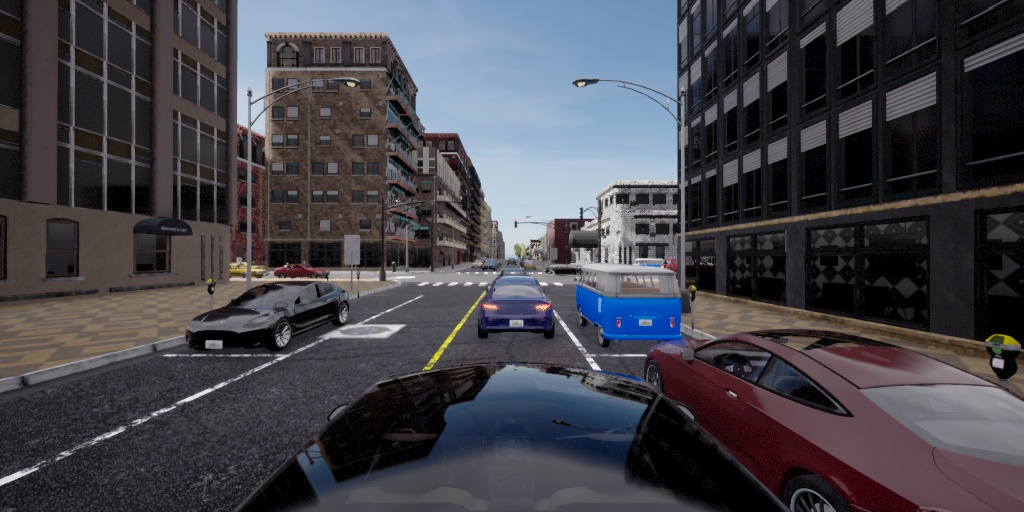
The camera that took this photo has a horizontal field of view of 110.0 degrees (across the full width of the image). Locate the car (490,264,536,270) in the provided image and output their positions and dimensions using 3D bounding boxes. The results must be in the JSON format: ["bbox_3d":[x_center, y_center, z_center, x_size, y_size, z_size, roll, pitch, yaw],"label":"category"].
[{"bbox_3d":[0.090,1.318,18.451,1.994,1.385,4.181,0,0,0],"label":"car"}]

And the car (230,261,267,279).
[{"bbox_3d":[-22.963,1.216,29.791,4.829,1.417,1.751,0,0,0],"label":"car"}]

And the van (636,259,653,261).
[{"bbox_3d":[14.893,1.175,38.266,3.998,1.789,1.690,0,0,0],"label":"van"}]

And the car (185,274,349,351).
[{"bbox_3d":[-5.691,1.317,9.025,1.948,1.339,4.313,0,0,0],"label":"car"}]

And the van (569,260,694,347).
[{"bbox_3d":[2.656,1.092,9.000,1.690,1.789,3.998,0,0,0],"label":"van"}]

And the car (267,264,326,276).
[{"bbox_3d":[-17.470,1.284,29.805,4.207,1.307,1.802,0,0,0],"label":"car"}]

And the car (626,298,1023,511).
[{"bbox_3d":[2.657,1.332,3.311,1.802,1.307,4.207,0,0,0],"label":"car"}]

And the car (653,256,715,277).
[{"bbox_3d":[14.916,1.108,29.886,5.009,1.841,2.192,0,0,0],"label":"car"}]

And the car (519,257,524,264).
[{"bbox_3d":[2.683,1.382,64.865,1.802,1.307,4.207,0,0,0],"label":"car"}]

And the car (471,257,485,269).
[{"bbox_3d":[-5.697,1.318,59.153,1.751,1.417,4.829,0,0,0],"label":"car"}]

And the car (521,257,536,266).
[{"bbox_3d":[2.684,1.311,53.956,1.751,1.417,4.829,0,0,0],"label":"car"}]

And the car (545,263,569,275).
[{"bbox_3d":[5.720,1.398,36.703,4.718,1.301,1.895,0,0,15],"label":"car"}]

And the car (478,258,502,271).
[{"bbox_3d":[-3.067,1.329,50.632,2.033,1.411,5.357,0,0,3],"label":"car"}]

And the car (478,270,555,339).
[{"bbox_3d":[0.100,1.277,10.000,1.812,1.442,4.674,0,0,0],"label":"car"}]
